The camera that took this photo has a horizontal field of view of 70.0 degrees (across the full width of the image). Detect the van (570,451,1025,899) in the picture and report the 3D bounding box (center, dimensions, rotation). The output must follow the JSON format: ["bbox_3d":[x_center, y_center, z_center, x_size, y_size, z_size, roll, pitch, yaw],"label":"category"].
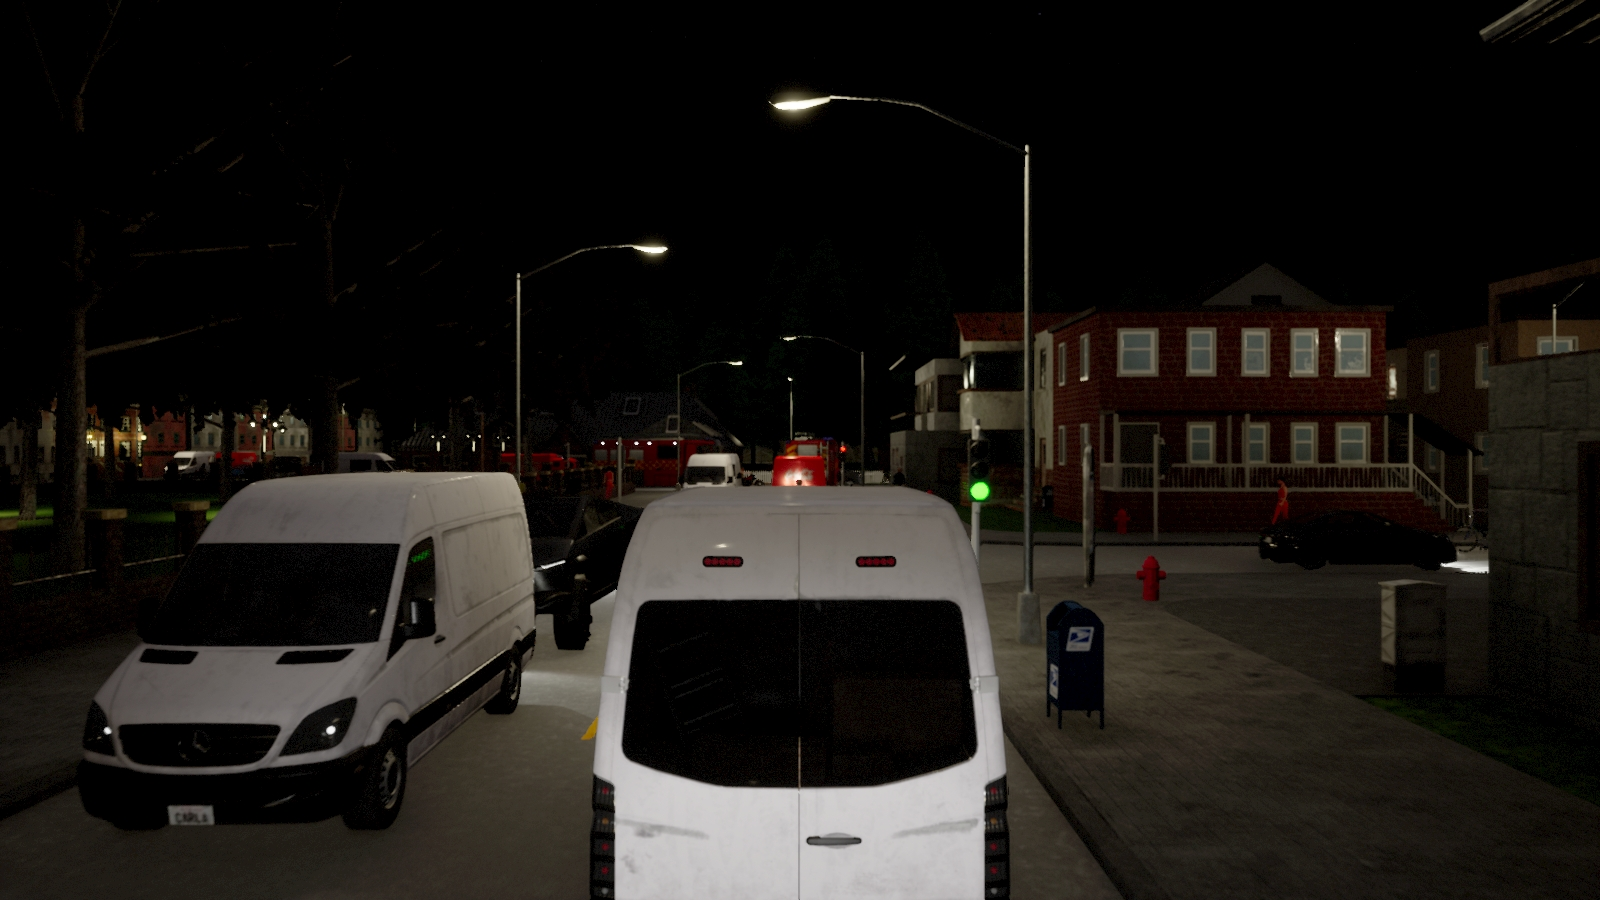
[{"bbox_3d":[-0.014,1.302,7.955,1.988,2.561,5.915,0,0,0],"label":"van"}]

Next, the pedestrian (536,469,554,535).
[{"bbox_3d":[-7.331,1.486,32.827,0.375,1.860,0.375,0,0,17],"label":"pedestrian"}]

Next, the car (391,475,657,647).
[{"bbox_3d":[-4.010,1.511,18.072,2.390,2.098,6.274,0,0,3],"label":"car"}]

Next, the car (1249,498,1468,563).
[{"bbox_3d":[13.066,1.866,26.937,4.181,1.385,1.994,0,0,1],"label":"car"}]

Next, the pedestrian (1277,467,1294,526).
[{"bbox_3d":[15.370,1.473,36.177,0.375,1.860,0.375,0,0,1],"label":"pedestrian"}]

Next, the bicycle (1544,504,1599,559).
[{"bbox_3d":[18.503,1.908,26.830,1.835,1.271,0.329,0,0,0],"label":"bicycle"}]

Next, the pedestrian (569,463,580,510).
[{"bbox_3d":[-9.070,1.470,45.891,0.375,1.860,0.375,0,0,-18],"label":"pedestrian"}]

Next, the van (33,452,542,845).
[{"bbox_3d":[-4.016,1.301,10.421,1.988,2.561,5.915,0,0,0],"label":"van"}]
